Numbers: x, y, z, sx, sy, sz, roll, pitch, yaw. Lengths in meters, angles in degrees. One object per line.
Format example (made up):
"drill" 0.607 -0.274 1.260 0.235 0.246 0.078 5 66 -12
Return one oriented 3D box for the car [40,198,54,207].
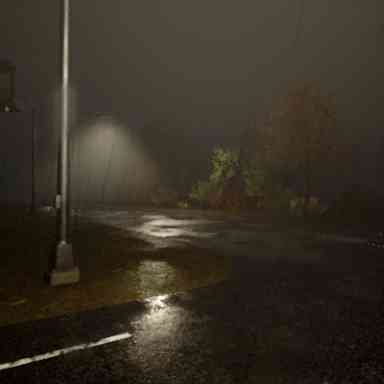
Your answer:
"car" -22.324 1.586 51.919 2.033 1.411 5.357 1 0 -36
